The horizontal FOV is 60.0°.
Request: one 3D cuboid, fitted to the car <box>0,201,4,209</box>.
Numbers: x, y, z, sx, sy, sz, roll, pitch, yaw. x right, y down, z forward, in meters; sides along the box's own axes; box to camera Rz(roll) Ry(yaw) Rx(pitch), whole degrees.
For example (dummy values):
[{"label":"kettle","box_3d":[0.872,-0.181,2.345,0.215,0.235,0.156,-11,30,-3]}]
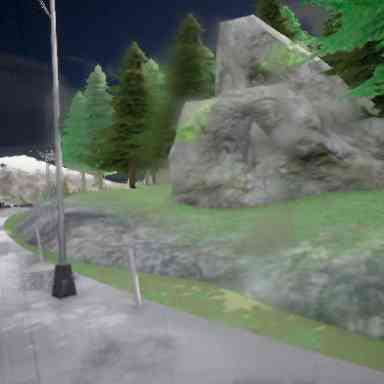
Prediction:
[{"label":"car","box_3d":[-21.645,1.266,35.227,1.812,1.442,4.674,-3,1,-9]}]
